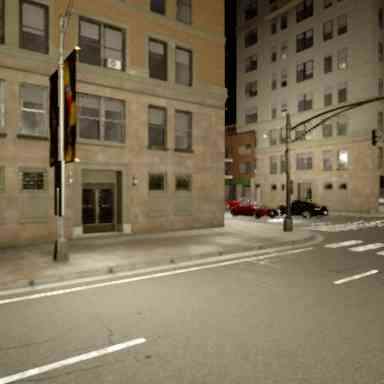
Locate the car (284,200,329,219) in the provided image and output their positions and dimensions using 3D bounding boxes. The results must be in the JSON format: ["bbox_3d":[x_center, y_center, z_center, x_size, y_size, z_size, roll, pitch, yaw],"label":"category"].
[{"bbox_3d":[8.942,1.423,27.540,1.812,1.442,4.674,0,0,-36],"label":"car"}]

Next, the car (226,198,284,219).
[{"bbox_3d":[5.151,1.459,27.673,1.994,1.385,4.181,0,0,-35],"label":"car"}]
